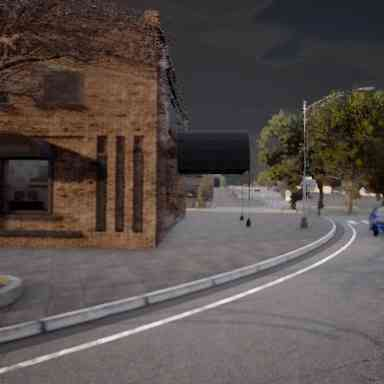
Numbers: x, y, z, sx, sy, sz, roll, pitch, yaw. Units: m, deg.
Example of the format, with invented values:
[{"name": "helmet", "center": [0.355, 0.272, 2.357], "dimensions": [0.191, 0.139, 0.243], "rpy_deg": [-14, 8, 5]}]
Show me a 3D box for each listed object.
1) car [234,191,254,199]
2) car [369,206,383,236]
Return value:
[{"name": "car", "center": [14.814, 1.282, 92.262], "dimensions": [4.674, 1.452, 2.002], "rpy_deg": [-2, 4, -18]}, {"name": "car", "center": [10.825, 1.509, 18.106], "dimensions": [1.882, 1.535, 5.008], "rpy_deg": [0, 0, 25]}]
